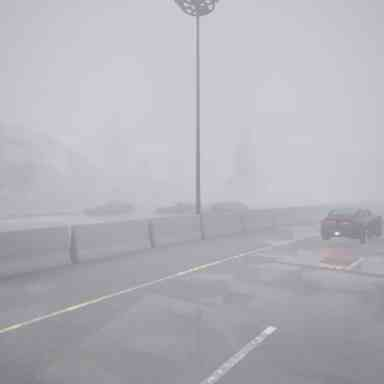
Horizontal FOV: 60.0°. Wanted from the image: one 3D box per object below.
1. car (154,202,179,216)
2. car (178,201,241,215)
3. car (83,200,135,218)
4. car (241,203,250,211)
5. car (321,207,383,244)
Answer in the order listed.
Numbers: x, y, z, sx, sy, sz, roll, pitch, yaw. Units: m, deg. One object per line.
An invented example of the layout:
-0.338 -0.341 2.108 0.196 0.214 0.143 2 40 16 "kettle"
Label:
-1.400 1.600 32.191 1.895 1.301 4.718 0 0 44 "car"
1.432 1.524 24.923 1.812 1.442 4.674 0 0 42 "car"
-7.568 1.480 30.607 1.882 1.535 5.008 0 0 42 "car"
3.478 1.545 32.220 2.033 1.411 5.357 0 0 45 "car"
7.762 1.500 15.965 1.837 1.490 4.892 0 0 41 "car"
